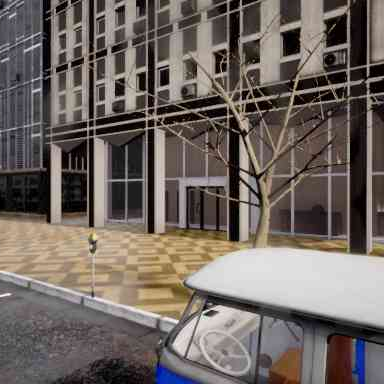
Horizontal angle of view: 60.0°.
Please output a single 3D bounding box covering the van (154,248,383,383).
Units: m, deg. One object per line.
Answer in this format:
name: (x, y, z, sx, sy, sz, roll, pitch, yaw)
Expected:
van: (1.560, 1.341, 1.758, 3.998, 1.788, 1.690, 0, 0, 36)
